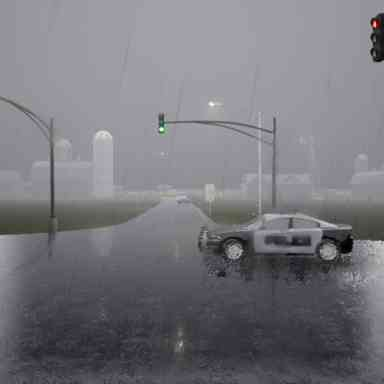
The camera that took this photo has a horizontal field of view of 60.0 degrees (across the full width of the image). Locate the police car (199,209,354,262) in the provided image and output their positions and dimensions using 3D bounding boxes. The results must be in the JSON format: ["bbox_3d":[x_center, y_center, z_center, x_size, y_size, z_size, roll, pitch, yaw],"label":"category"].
[{"bbox_3d":[2.860,1.429,11.654,5.238,1.638,1.930,0,0,0],"label":"police car"}]

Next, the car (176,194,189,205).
[{"bbox_3d":[-1.589,1.547,61.257,1.812,1.442,4.674,0,0,-3],"label":"car"}]
